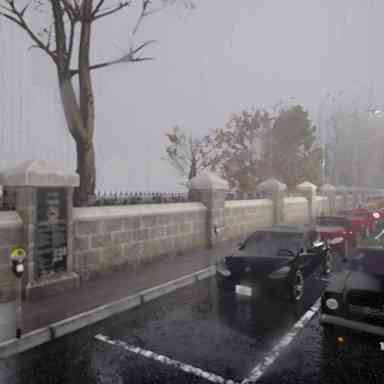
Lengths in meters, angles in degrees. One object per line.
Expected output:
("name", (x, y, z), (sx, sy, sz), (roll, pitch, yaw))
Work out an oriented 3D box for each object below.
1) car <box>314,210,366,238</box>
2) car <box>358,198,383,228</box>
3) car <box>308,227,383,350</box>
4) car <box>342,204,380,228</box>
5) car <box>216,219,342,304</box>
("car", (5.407, 1.581, 13.010), (1.802, 1.307, 4.206), (0, 0, 34))
("car", (11.737, 1.447, 22.318), (1.967, 1.590, 4.097), (0, 0, 34))
("car", (3.691, 1.600, 5.876), (1.895, 1.301, 4.718), (0, 0, 34))
("car", (8.572, 1.545, 17.664), (1.887, 1.381, 4.507), (0, 0, 34))
("car", (2.242, 1.566, 8.354), (1.947, 1.339, 4.313), (0, 0, 34))
